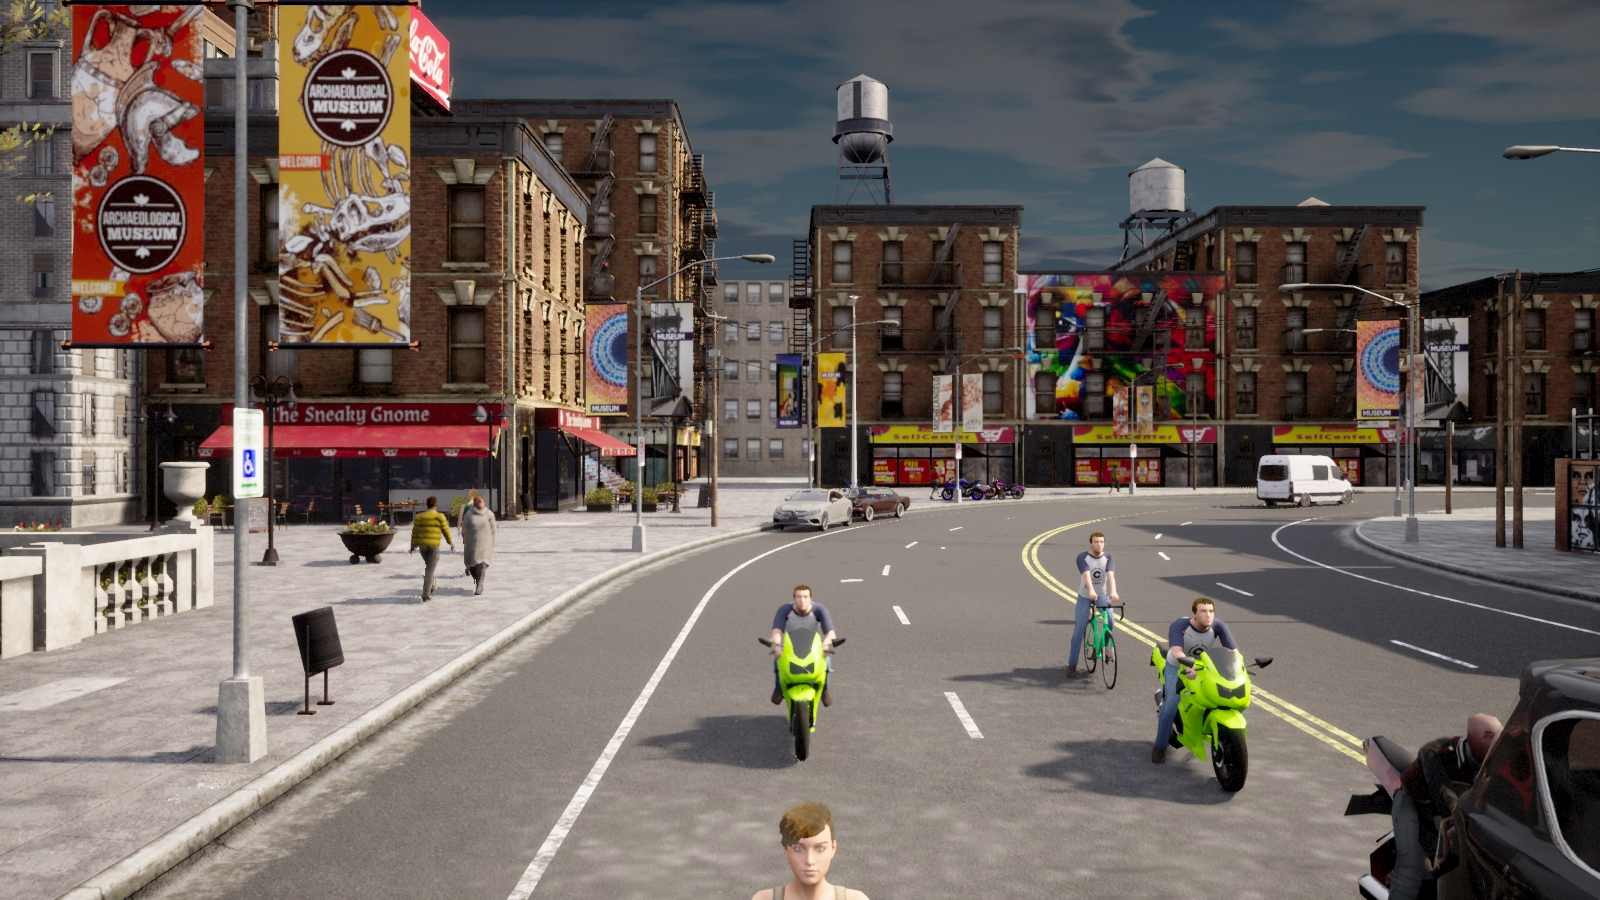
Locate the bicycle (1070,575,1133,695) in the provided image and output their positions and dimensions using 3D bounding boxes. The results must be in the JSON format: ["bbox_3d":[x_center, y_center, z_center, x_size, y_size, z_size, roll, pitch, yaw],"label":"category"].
[{"bbox_3d":[3.650,2.212,13.929,0.373,1.196,1.643,0,0,1],"label":"bicycle"}]

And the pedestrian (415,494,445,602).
[{"bbox_3d":[-6.469,1.704,19.986,0.375,1.860,0.375,0,0,4],"label":"pedestrian"}]

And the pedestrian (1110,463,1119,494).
[{"bbox_3d":[19.168,1.722,69.612,0.375,1.860,0.375,0,0,-27],"label":"pedestrian"}]

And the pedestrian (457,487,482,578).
[{"bbox_3d":[-6.897,1.707,23.837,0.375,1.860,0.375,0,0,7],"label":"pedestrian"}]

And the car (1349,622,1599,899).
[{"bbox_3d":[3.469,1.782,2.202,2.150,2.045,5.566,0,0,0],"label":"car"}]

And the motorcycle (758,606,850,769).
[{"bbox_3d":[0.043,2.218,11.017,0.803,1.145,2.033,0,0,0],"label":"motorcycle"}]

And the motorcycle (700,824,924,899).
[{"bbox_3d":[0.039,2.172,3.492,0.764,1.277,2.356,0,0,0],"label":"motorcycle"}]

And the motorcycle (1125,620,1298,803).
[{"bbox_3d":[3.536,2.217,10.038,0.803,1.145,2.033,0,0,0],"label":"motorcycle"}]

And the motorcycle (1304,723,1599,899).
[{"bbox_3d":[3.505,2.245,5.844,0.867,1.251,2.209,1,-3,0],"label":"motorcycle"}]

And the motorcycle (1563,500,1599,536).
[{"bbox_3d":[26.451,2.227,37.665,2.033,1.145,0.803,0,0,0],"label":"motorcycle"}]

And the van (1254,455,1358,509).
[{"bbox_3d":[25.544,1.556,57.565,5.915,2.561,1.988,0,0,-35],"label":"van"}]

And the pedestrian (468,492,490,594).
[{"bbox_3d":[-5.924,1.705,21.099,0.375,1.860,0.375,0,0,-12],"label":"pedestrian"}]

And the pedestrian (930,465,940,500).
[{"bbox_3d":[7.240,1.722,61.265,0.375,1.860,0.375,0,0,44],"label":"pedestrian"}]
